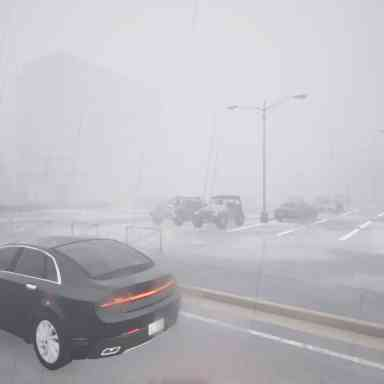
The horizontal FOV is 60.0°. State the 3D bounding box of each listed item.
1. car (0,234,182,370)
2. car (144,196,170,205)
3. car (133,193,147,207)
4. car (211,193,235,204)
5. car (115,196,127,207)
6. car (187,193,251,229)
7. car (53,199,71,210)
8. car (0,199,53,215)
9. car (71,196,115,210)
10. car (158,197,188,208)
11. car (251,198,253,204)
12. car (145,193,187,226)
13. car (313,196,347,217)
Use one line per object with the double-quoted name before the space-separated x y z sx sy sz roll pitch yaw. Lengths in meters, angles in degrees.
"car" -2.435 1.505 5.739 4.892 1.490 1.837 0 0 36
"car" -6.024 1.525 57.926 1.812 1.442 4.674 0 0 35
"car" -6.582 1.221 50.867 2.150 2.045 5.566 0 0 34
"car" 5.990 1.222 62.920 2.150 2.045 5.566 0 0 34
"car" -11.805 1.352 49.417 2.097 1.767 4.553 0 0 34
"car" 1.729 1.156 20.217 1.905 1.878 3.866 0 0 34
"car" -17.143 1.547 41.500 2.033 1.411 5.357 0 0 34
"car" -17.472 1.601 34.747 1.895 1.301 4.718 0 0 34
"car" -12.470 1.525 42.157 1.812 1.442 4.674 0 0 34
"car" -2.772 1.477 49.947 1.882 1.535 5.008 0 0 34
"car" 9.875 1.505 62.459 1.837 1.490 4.892 0 0 34
"car" -0.635 1.153 21.887 1.932 1.855 4.605 0 0 34
"car" 13.778 1.395 33.149 1.970 1.475 3.806 0 0 34
